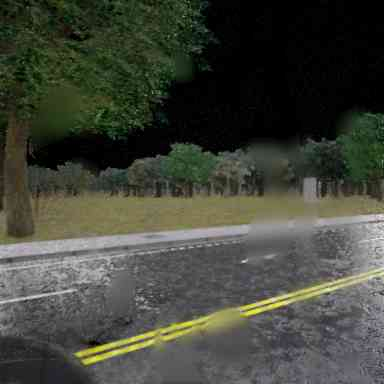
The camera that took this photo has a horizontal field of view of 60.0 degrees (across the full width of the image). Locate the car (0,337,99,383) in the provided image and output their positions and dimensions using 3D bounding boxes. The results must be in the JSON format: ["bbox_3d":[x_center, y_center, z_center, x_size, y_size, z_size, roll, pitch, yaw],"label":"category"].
[{"bbox_3d":[-2.796,1.506,1.443,4.892,1.490,1.837,0,0,-36],"label":"car"}]
